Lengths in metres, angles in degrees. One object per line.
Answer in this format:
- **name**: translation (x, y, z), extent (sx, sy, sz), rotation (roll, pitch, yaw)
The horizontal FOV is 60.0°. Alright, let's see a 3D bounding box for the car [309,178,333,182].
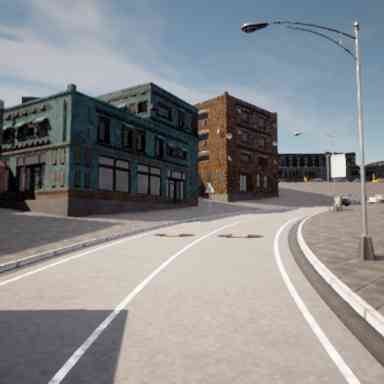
- **car**: translation (31.725, -2.671, 83.462), extent (4.892, 1.521, 2.231), rotation (0, -5, -2)

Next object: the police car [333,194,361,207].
- **police car**: translation (19.842, 1.118, 42.423), extent (5.238, 1.638, 1.930), rotation (-1, -3, -42)

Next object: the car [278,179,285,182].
- **car**: translation (20.790, -2.742, 83.097), extent (4.553, 1.767, 2.185), rotation (0, -5, -2)

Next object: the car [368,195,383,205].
- **car**: translation (27.342, 1.108, 48.150), extent (4.674, 1.442, 1.812), rotation (-1, -3, -33)

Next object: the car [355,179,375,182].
- **car**: translation (42.782, -2.635, 83.957), extent (4.674, 1.452, 2.002), rotation (0, -5, -3)

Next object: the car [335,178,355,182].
- **car**: translation (37.242, -2.686, 83.659), extent (4.892, 1.521, 2.231), rotation (0, -5, -2)
